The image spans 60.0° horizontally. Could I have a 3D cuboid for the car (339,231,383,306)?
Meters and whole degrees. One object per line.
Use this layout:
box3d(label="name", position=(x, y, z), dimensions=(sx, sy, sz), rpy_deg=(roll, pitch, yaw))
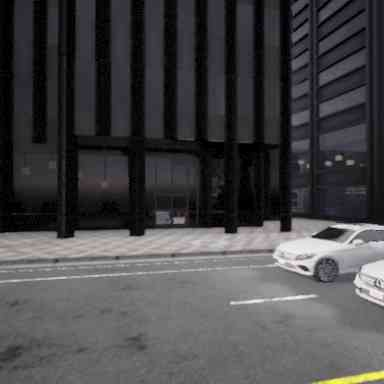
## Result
box3d(label="car", position=(5.661, 1.647, 6.817), dimensions=(4.674, 1.442, 1.812), rpy_deg=(0, -1, -16))

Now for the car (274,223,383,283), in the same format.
box3d(label="car", position=(4.746, 1.687, 9.923), dimensions=(4.674, 1.442, 1.812), rpy_deg=(0, -1, -16))
